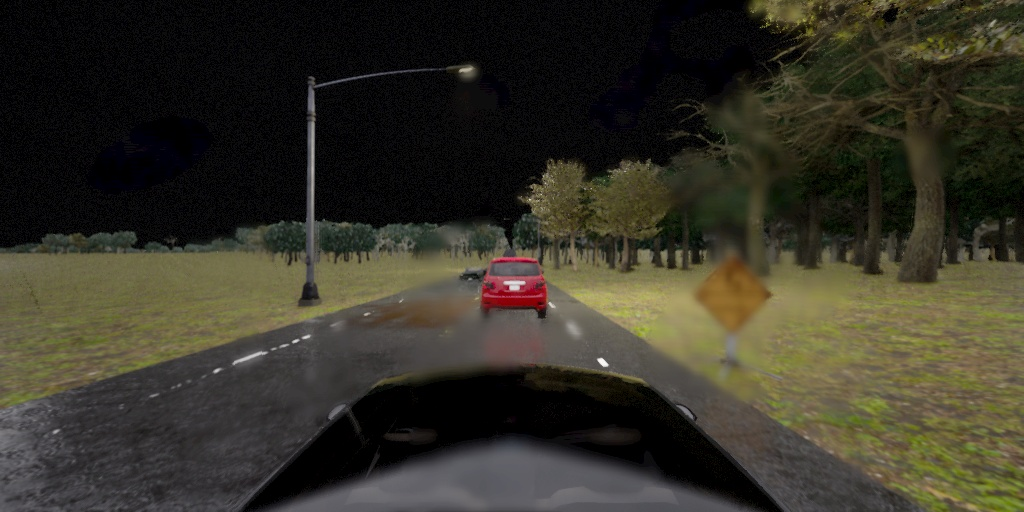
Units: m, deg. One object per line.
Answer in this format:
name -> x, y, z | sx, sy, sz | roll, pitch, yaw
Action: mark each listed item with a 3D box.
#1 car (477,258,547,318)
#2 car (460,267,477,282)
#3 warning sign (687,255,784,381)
car -> 0.080, 1.096, 13.672 | 2.150, 2.045, 5.566 | 0, -1, 0
car -> -3.601, 1.700, 33.049 | 1.895, 1.301, 4.718 | 0, -1, 0
warning sign -> 3.549, 0.908, 5.820 | 1.300, 1.860, 1.060 | 0, 0, 0
